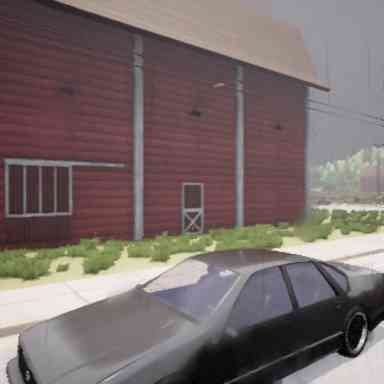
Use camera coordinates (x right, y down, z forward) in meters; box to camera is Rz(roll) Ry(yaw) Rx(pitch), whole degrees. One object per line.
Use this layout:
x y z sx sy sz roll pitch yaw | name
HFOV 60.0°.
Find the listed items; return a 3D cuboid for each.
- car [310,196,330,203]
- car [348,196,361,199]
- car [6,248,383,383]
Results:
19.685 1.418 51.652 4.193 1.474 1.816 0 0 -36 | car
29.362 1.407 60.213 3.905 1.438 1.784 0 0 -36 | car
0.643 1.542 4.453 5.357 1.411 2.033 0 0 -36 | car
